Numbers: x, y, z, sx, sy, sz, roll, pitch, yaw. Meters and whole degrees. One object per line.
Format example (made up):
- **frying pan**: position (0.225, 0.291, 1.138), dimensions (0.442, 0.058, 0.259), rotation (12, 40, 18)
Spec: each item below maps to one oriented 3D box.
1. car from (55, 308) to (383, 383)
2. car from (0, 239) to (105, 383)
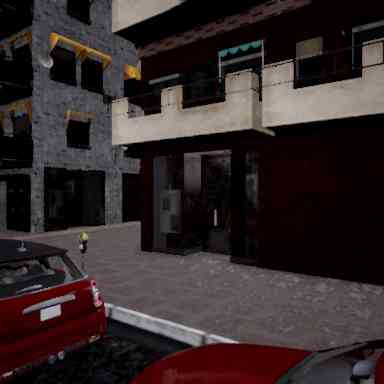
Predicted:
- **car**: position (1.320, 1.580, 1.778), dimensions (4.206, 1.307, 1.802), rotation (0, 0, 35)
- **car**: position (-3.234, 1.438, 5.027), dimensions (4.097, 1.590, 1.967), rotation (0, 0, 35)
